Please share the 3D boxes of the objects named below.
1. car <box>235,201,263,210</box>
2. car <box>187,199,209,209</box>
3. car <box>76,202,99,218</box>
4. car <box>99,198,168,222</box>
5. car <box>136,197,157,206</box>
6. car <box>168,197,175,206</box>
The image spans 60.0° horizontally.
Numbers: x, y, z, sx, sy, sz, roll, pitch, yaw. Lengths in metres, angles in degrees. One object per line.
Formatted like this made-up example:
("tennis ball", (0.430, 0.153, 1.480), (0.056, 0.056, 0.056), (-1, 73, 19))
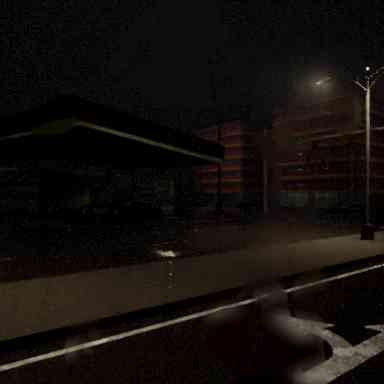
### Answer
("car", (8.516, 1.920, 48.734), (1.895, 1.301, 4.718), (0, 0, -37))
("car", (0.724, 1.821, 52.972), (2.128, 1.511, 4.902), (0, 0, -37))
("car", (-8.703, 1.632, 30.986), (3.806, 1.475, 1.970), (0, 0, -36))
("car", (-4.672, 1.453, 26.823), (4.611, 1.667, 2.242), (0, 0, -36))
("car", (-9.085, 1.867, 65.902), (1.882, 1.535, 5.008), (0, 0, -37))
("car", (-3.448, 1.746, 64.461), (2.097, 1.767, 4.553), (0, 0, -38))
